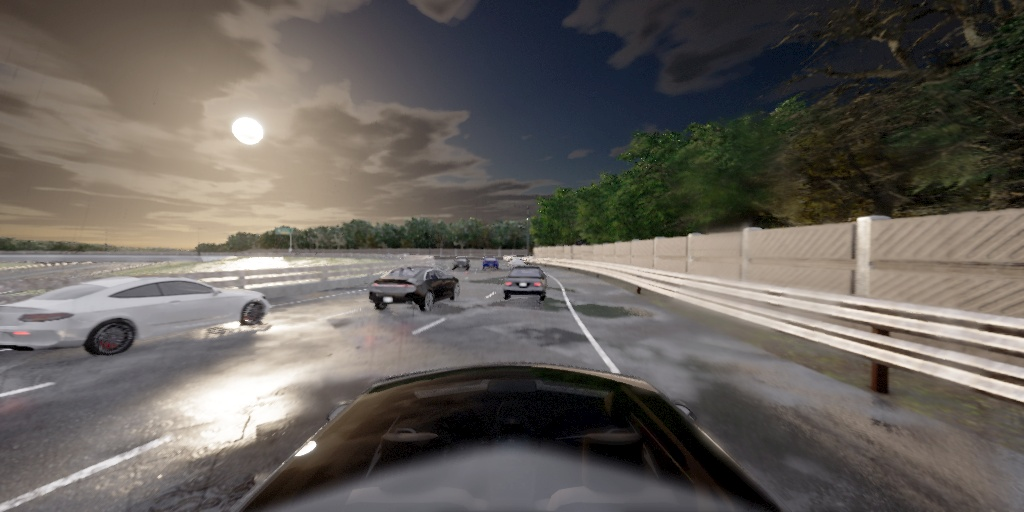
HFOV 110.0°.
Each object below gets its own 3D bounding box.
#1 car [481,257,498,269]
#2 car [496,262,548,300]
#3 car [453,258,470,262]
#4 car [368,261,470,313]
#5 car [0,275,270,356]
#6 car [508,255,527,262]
[{"bbox_3d":[-2.825,0.869,45.352,1.882,1.535,5.008,1,0,-8],"label":"car"},{"bbox_3d":[0.694,1.187,17.062,2.033,1.411,5.357,1,0,6],"label":"car"},{"bbox_3d":[-6.087,0.905,43.185,1.812,1.442,4.674,1,0,-6],"label":"car"},{"bbox_3d":[-3.434,1.121,13.487,2.128,1.511,4.902,1,0,10],"label":"car"},{"bbox_3d":[-8.084,1.155,8.221,1.812,1.442,4.674,1,1,13],"label":"car"},{"bbox_3d":[0.508,0.937,46.735,1.812,1.442,4.674,1,0,-8],"label":"car"}]
